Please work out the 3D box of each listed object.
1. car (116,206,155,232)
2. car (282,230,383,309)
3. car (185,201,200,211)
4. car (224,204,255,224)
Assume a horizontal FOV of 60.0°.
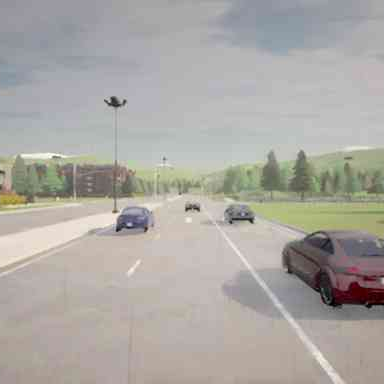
[{"bbox_3d":[-3.409,1.601,20.440,1.812,1.442,4.674,0,0,0],"label":"car"},{"bbox_3d":[3.601,1.595,8.034,1.994,1.385,4.181,0,0,0],"label":"car"},{"bbox_3d":[0.085,1.757,42.114,1.895,1.301,4.718,0,0,0],"label":"car"},{"bbox_3d":[3.590,1.645,25.899,2.033,1.411,5.357,0,0,0],"label":"car"}]
